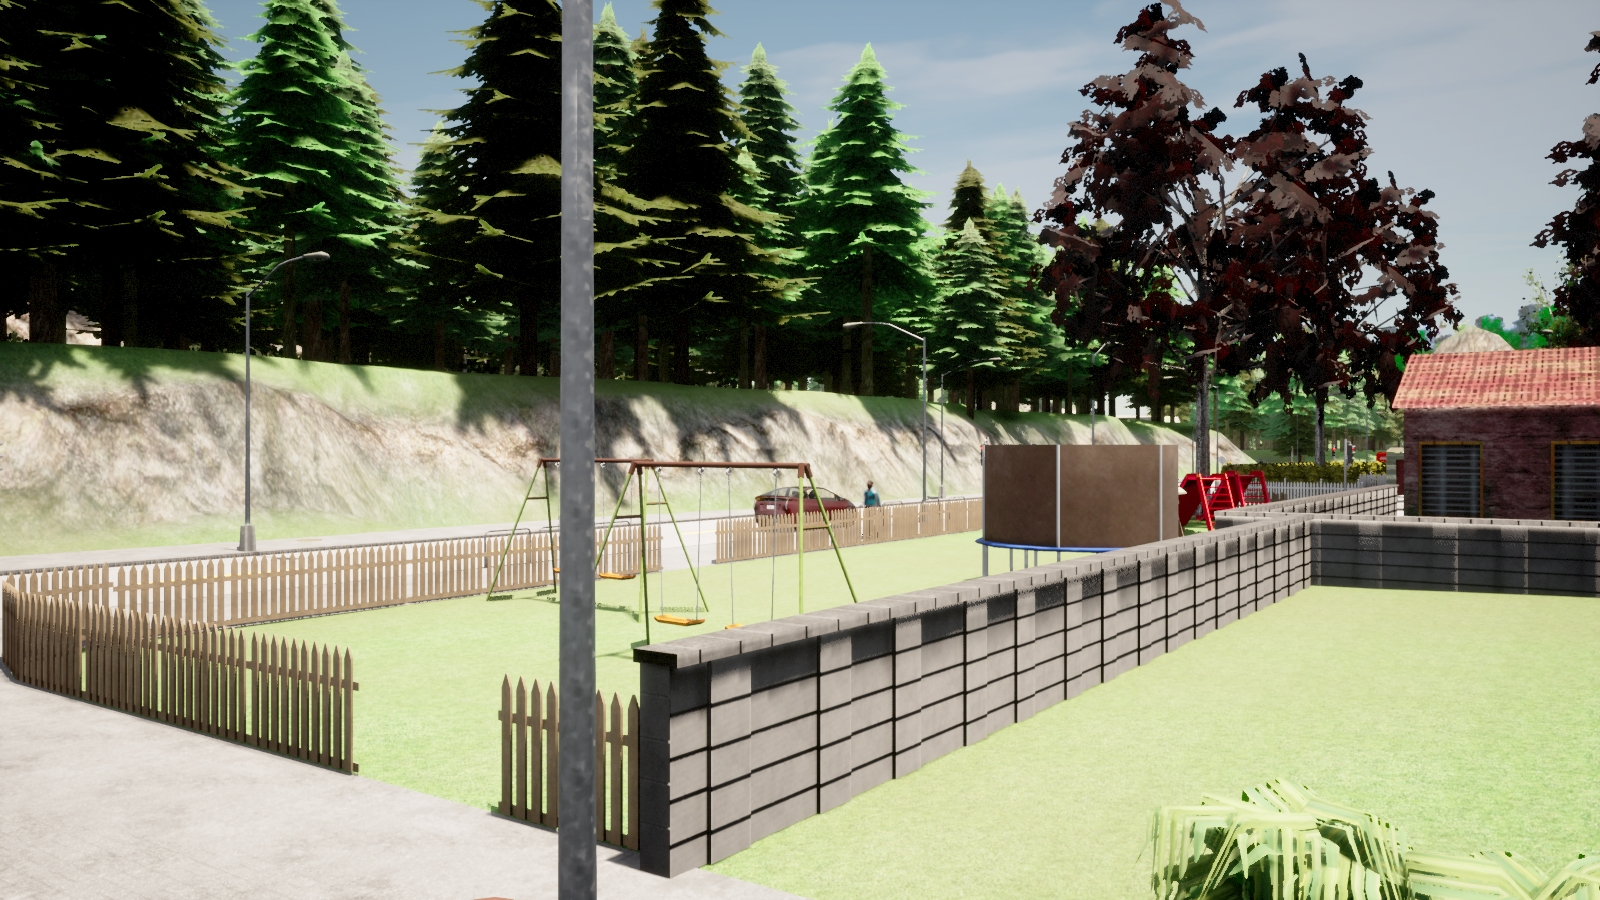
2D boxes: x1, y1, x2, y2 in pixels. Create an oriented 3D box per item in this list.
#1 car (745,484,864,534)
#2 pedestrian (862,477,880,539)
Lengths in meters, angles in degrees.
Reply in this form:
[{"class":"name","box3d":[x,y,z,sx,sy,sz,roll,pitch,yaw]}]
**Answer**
[{"class":"car","box3d":[0.223,2.040,40.660,2.007,1.525,4.514,0,0,35]},{"class":"pedestrian","box3d":[2.140,1.745,34.423,0.375,1.860,0.375,0,0,35]}]
